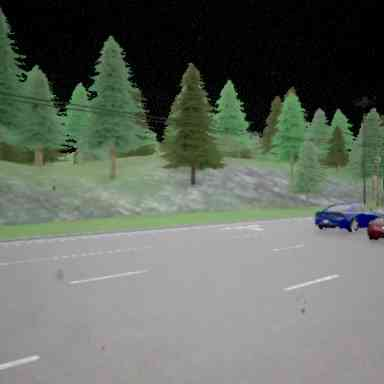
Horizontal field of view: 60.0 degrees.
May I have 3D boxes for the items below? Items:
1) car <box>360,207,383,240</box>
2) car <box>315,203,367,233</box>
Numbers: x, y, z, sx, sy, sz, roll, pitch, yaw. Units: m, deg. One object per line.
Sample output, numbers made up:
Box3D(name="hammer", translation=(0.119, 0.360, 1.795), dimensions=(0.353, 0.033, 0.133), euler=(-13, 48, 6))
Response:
Box3D(name="car", translation=(9.766, 1.460, 15.019), dimensions=(4.181, 1.385, 1.994), euler=(0, 0, -36))
Box3D(name="car", translation=(9.000, 1.367, 18.773), dimensions=(5.008, 1.535, 1.882), euler=(0, 0, -36))
